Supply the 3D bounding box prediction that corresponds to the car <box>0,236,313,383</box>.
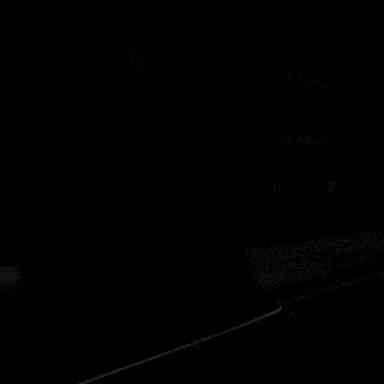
[{"bbox_3d":[-1.153,1.347,2.558,4.553,1.767,2.097,-1,0,-36],"label":"car"}]
